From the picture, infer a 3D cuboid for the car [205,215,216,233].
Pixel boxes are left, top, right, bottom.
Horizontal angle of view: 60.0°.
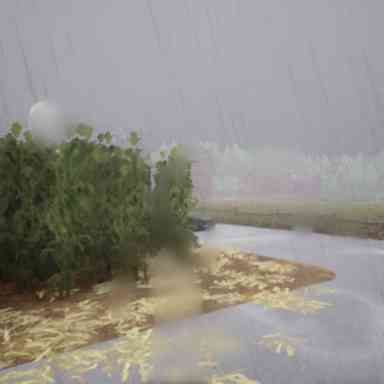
[{"bbox_3d":[-0.656,1.522,19.441,1.882,1.535,5.008,0,-1,-35],"label":"car"}]
